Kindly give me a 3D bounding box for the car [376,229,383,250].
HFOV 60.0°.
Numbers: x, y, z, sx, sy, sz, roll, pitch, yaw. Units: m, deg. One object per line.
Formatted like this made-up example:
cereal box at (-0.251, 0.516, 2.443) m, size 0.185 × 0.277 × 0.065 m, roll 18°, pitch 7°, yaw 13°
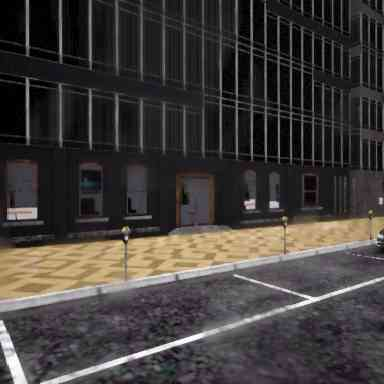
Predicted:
car at (8.819, 1.542, 12.851) m, size 4.403 × 1.369 × 2.008 m, roll 0°, pitch 0°, yaw -36°
